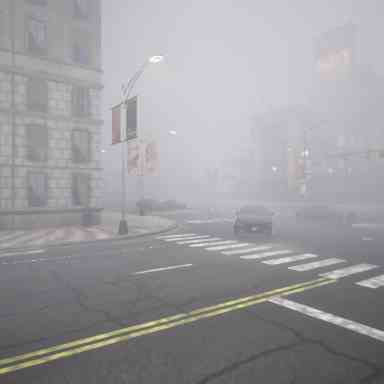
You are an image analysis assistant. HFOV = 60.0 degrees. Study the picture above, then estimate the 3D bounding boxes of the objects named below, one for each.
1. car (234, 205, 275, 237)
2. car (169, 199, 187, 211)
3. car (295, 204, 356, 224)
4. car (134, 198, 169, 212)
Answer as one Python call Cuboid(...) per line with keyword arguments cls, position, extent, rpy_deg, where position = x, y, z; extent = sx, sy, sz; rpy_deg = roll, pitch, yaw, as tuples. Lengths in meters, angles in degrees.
Cuboid(cls="car", position=(3.464, 1.478, 18.317), extent=(1.882, 1.535, 5.008), rpy_deg=(1, 0, 11))
Cuboid(cls="car", position=(-2.408, 1.564, 40.877), extent=(1.994, 1.385, 4.181), rpy_deg=(0, 0, -36))
Cuboid(cls="car", position=(9.882, 1.564, 24.839), extent=(1.994, 1.385, 4.181), rpy_deg=(0, 0, -44))
Cuboid(cls="car", position=(-5.002, 1.505, 38.492), extent=(1.837, 1.490, 4.892), rpy_deg=(0, 0, -36))
